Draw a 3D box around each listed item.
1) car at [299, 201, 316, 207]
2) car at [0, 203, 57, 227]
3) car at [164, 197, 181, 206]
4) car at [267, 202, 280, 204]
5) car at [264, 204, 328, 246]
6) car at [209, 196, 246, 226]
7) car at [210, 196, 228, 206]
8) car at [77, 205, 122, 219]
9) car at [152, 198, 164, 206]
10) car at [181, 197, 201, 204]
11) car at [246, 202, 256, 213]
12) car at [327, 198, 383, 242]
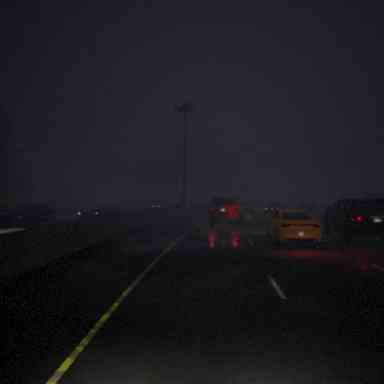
[{"bbox_3d":[12.857,1.733,37.343,1.882,1.535,5.008,0,0,16],"label":"car"},{"bbox_3d":[-11.879,1.617,24.268,1.882,1.535,5.008,0,0,10],"label":"car"},{"bbox_3d":[-2.949,1.764,65.210,2.097,1.767,4.553,0,0,25],"label":"car"},{"bbox_3d":[8.928,1.792,36.524,2.033,1.411,5.357,0,0,16],"label":"car"},{"bbox_3d":[4.789,1.587,16.093,1.882,1.535,5.008,0,0,7],"label":"car"},{"bbox_3d":[2.649,1.376,25.110,2.150,2.045,5.566,0,-2,12],"label":"car"},{"bbox_3d":[5.437,1.784,66.506,2.097,1.767,4.553,0,0,26],"label":"car"},{"bbox_3d":[-7.689,1.769,27.963,1.895,1.301,4.718,0,0,11],"label":"car"},{"bbox_3d":[-6.228,1.973,66.428,1.994,1.385,4.181,0,0,24],"label":"car"},{"bbox_3d":[0.144,1.968,63.547,1.994,1.385,4.181,0,0,25],"label":"car"},{"bbox_3d":[6.864,1.876,41.666,1.895,1.301,4.718,0,0,17],"label":"car"},{"bbox_3d":[8.415,1.342,17.115,2.150,2.045,5.566,0,0,8],"label":"car"}]
